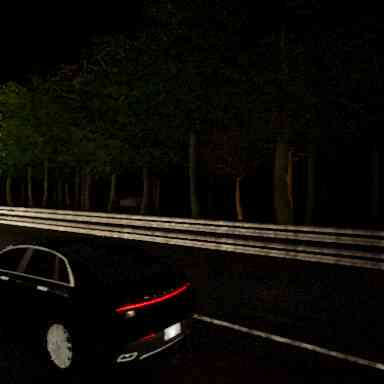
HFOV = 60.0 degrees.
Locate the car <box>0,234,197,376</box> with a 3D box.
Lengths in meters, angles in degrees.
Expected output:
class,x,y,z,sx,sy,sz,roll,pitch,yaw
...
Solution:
class,x,y,z,sx,sy,sz,roll,pitch,yaw
car,-2.208,1.483,5.576,4.892,1.490,1.837,0,0,36
